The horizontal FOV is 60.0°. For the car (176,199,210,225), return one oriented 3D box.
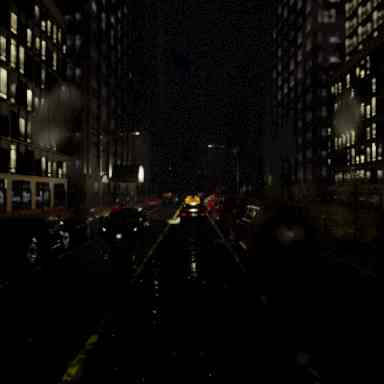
[{"bbox_3d":[0.088,1.479,23.444,2.033,1.411,5.357,0,0,0],"label":"car"}]

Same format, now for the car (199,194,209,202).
[{"bbox_3d":[2.656,1.223,72.459,1.967,1.590,4.097,0,0,0],"label":"car"}]

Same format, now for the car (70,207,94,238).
[{"bbox_3d":[-5.695,1.501,17.061,2.008,1.369,4.403,0,0,0],"label":"car"}]

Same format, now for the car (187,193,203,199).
[{"bbox_3d":[0.078,1.346,44.445,1.882,1.535,5.008,0,0,0],"label":"car"}]

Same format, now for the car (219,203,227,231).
[{"bbox_3d":[2.685,1.495,17.067,1.887,1.381,4.507,0,0,0],"label":"car"}]

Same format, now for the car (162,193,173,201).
[{"bbox_3d":[-5.726,1.080,77.993,2.192,1.841,5.009,0,0,0],"label":"car"}]

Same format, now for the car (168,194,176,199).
[{"bbox_3d":[-5.736,1.258,94.612,1.887,1.381,4.507,0,0,0],"label":"car"}]

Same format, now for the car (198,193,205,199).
[{"bbox_3d":[2.645,1.154,94.617,1.967,1.590,4.097,0,0,0],"label":"car"}]

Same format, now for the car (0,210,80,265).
[{"bbox_3d":[-5.692,1.532,11.523,1.947,1.339,4.313,0,0,0],"label":"car"}]

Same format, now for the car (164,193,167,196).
[{"bbox_3d":[-5.718,1.399,61.377,1.802,1.307,4.206,0,0,0],"label":"car"}]

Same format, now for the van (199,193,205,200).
[{"bbox_3d":[2.648,1.072,89.077,1.690,1.788,3.998,0,0,0],"label":"van"}]

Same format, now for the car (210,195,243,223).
[{"bbox_3d":[2.683,1.249,22.606,2.192,1.841,5.009,0,0,0],"label":"car"}]

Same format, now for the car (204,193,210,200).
[{"bbox_3d":[2.678,1.216,33.684,2.192,1.841,5.009,0,0,0],"label":"car"}]

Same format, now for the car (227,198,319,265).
[{"bbox_3d":[2.689,1.282,11.527,2.192,1.841,5.009,0,0,0],"label":"car"}]

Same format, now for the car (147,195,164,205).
[{"bbox_3d":[-5.712,1.432,50.298,1.802,1.307,4.206,0,0,0],"label":"car"}]

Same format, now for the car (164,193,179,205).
[{"bbox_3d":[-3.085,1.378,56.772,2.033,1.411,5.357,0,0,1],"label":"car"}]

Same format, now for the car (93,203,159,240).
[{"bbox_3d":[-3.110,1.498,16.824,2.033,1.411,5.357,0,0,0],"label":"car"}]
